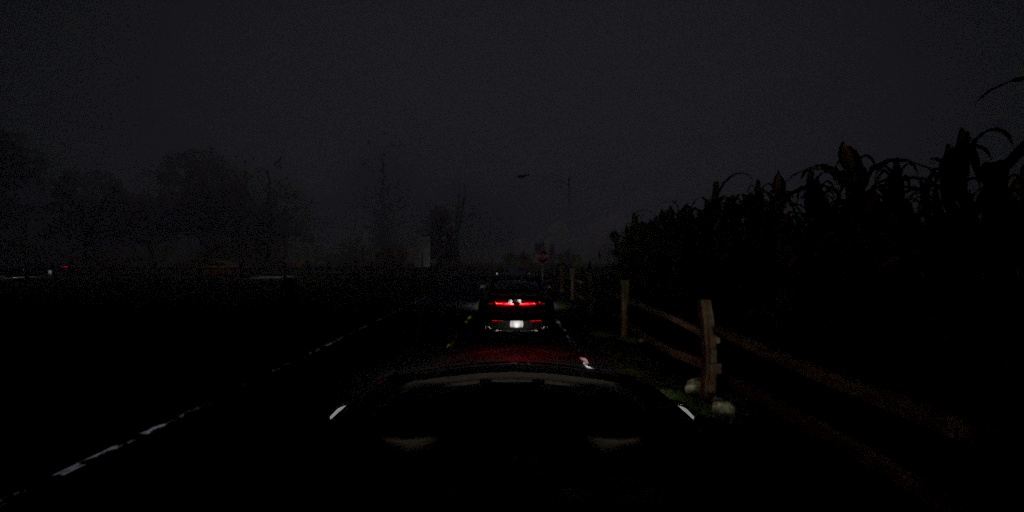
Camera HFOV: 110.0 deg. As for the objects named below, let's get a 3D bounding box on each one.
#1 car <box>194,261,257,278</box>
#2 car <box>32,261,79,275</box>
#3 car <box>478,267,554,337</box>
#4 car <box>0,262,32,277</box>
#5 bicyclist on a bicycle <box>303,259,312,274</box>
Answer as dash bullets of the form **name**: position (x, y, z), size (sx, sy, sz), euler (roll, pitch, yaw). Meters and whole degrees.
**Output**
- **car**: position (-26.535, 1.214, 33.308), size (5.008, 1.535, 1.882), euler (0, 0, 1)
- **car**: position (-47.203, 1.244, 36.504), size (4.892, 1.490, 1.837), euler (0, 0, 1)
- **car**: position (0.105, 1.241, 10.279), size (1.837, 1.490, 4.892), euler (0, 0, 0)
- **car**: position (-48.988, 1.247, 33.704), size (4.892, 1.490, 1.837), euler (-1, 0, 1)
- **bicyclist on a bicycle**: position (-22.404, 1.179, 39.221), size (0.582, 1.620, 1.656), euler (0, 0, 1)
